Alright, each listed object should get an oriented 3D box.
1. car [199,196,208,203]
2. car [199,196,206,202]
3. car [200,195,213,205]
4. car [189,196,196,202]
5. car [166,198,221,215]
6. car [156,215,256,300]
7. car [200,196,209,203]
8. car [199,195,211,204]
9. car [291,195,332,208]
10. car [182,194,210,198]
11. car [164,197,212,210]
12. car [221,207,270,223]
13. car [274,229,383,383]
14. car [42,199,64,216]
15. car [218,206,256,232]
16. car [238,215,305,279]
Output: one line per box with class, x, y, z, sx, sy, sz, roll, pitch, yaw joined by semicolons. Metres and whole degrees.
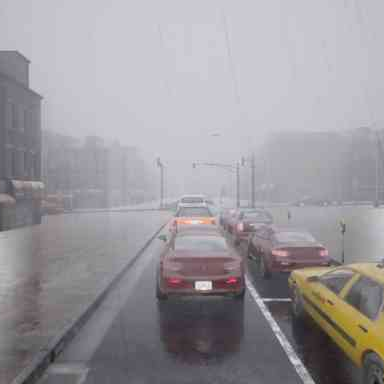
car;2.717;1.674;79.690;1.967;1.590;4.097;-1;0;0
car;2.730;1.822;90.664;1.752;1.417;4.829;-1;0;0
car;2.699;1.466;63.483;2.192;1.841;5.009;-1;0;0
car;0.092;1.744;83.140;1.837;1.490;4.892;0;0;0
car;0.103;1.358;15.681;2.097;1.767;4.553;0;0;0
car;0.131;1.527;8.316;1.812;1.442;4.674;0;0;-2
car;2.712;1.645;74.288;1.967;1.590;4.097;-1;0;0
car;2.705;1.492;68.886;2.192;1.841;5.009;-1;0;0
car;14.779;1.107;41.235;4.892;1.490;1.837;-2;0;0
car;0.062;1.242;25.777;2.150;2.045;5.566;0;0;1
car;-0.505;1.606;38.287;5.357;1.411;2.033;0;0;0
car;2.649;1.446;15.271;1.967;1.590;4.097;0;0;0
car;2.638;1.525;4.507;1.752;1.417;4.829;0;0;0
car;-17.714;1.790;38.260;5.566;2.045;2.150;-2;0;0
car;2.656;1.594;20.738;1.802;1.307;4.206;0;0;0
car;2.644;1.584;9.805;1.802;1.307;4.206;0;0;0
